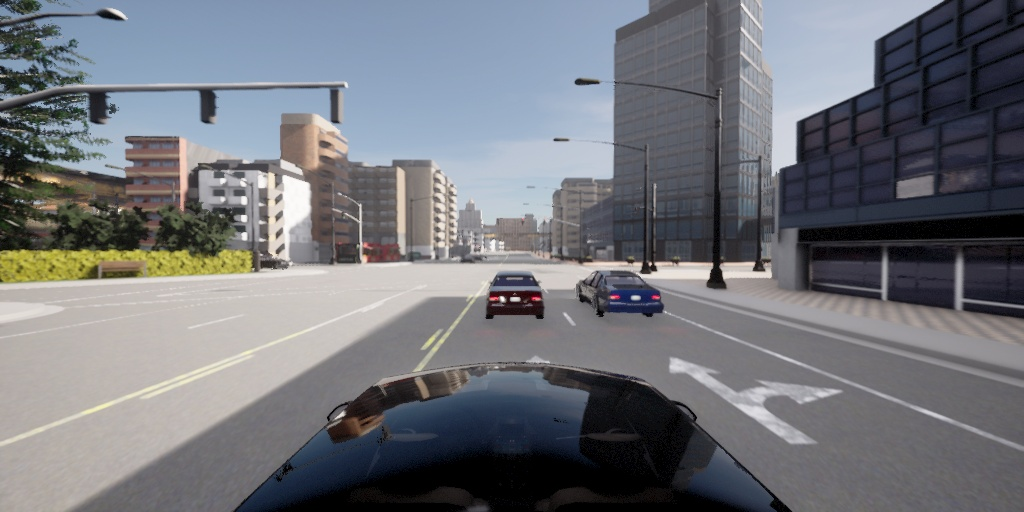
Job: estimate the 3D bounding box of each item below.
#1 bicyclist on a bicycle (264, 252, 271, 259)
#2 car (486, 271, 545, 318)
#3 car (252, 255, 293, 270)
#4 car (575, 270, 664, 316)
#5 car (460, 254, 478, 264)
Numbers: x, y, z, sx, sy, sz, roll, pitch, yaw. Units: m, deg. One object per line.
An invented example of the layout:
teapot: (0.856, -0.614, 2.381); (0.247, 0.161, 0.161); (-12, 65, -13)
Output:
bicyclist on a bicycle: (-30.775, 0.338, 45.221); (0.582, 1.620, 1.656); (0, 1, 0)
car: (0.091, 1.217, 12.563); (2.033, 1.411, 5.357); (0, 1, 0)
car: (-25.681, 0.687, 37.709); (4.902, 1.511, 2.128); (0, 1, 1)
car: (3.604, 1.218, 12.919); (2.033, 1.411, 5.357); (0, 1, 0)
car: (-7.051, 0.422, 57.059); (1.837, 1.490, 4.892); (0, 1, 1)
